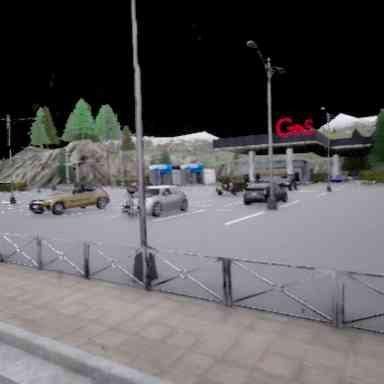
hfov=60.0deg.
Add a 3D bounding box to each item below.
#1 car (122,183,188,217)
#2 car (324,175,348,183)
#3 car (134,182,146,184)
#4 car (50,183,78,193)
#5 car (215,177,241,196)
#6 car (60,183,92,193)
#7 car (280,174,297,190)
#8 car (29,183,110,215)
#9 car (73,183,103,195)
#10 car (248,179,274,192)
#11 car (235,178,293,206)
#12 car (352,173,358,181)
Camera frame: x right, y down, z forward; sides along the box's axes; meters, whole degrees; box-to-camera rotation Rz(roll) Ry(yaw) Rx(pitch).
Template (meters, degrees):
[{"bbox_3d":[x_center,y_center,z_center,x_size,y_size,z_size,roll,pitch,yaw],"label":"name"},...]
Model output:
[{"bbox_3d":[-1.916,0.448,17.939,1.970,1.475,3.806,0,3,31],"label":"car"},{"bbox_3d":[29.306,-2.625,67.825,4.611,1.667,2.242,0,3,31],"label":"car"},{"bbox_3d":[-6.058,-0.438,41.295,2.007,1.523,4.514,0,3,31],"label":"car"},{"bbox_3d":[-23.351,-0.751,60.874,2.007,1.523,4.514,0,3,31],"label":"car"},{"bbox_3d":[4.184,-0.637,34.169,1.932,1.855,4.605,0,3,31],"label":"car"},{"bbox_3d":[-20.650,-0.773,59.279,2.152,1.636,5.027,0,3,31],"label":"car"},{"bbox_3d":[11.090,-1.111,39.148,1.905,1.878,3.866,0,3,31],"label":"car"},{"bbox_3d":[-7.559,0.407,21.014,2.152,1.636,5.027,0,3,31],"label":"car"},{"bbox_3d":[-14.555,-0.388,46.554,1.845,1.501,3.633,0,3,31],"label":"car"},{"bbox_3d":[8.584,-0.851,41.419,1.970,1.475,3.806,0,3,31],"label":"car"},{"bbox_3d":[4.886,0.105,22.028,2.007,1.523,4.514,0,3,31],"label":"car"},{"bbox_3d":[35.953,-3.124,70.370,3.866,1.878,1.905,0,3,31],"label":"car"}]
